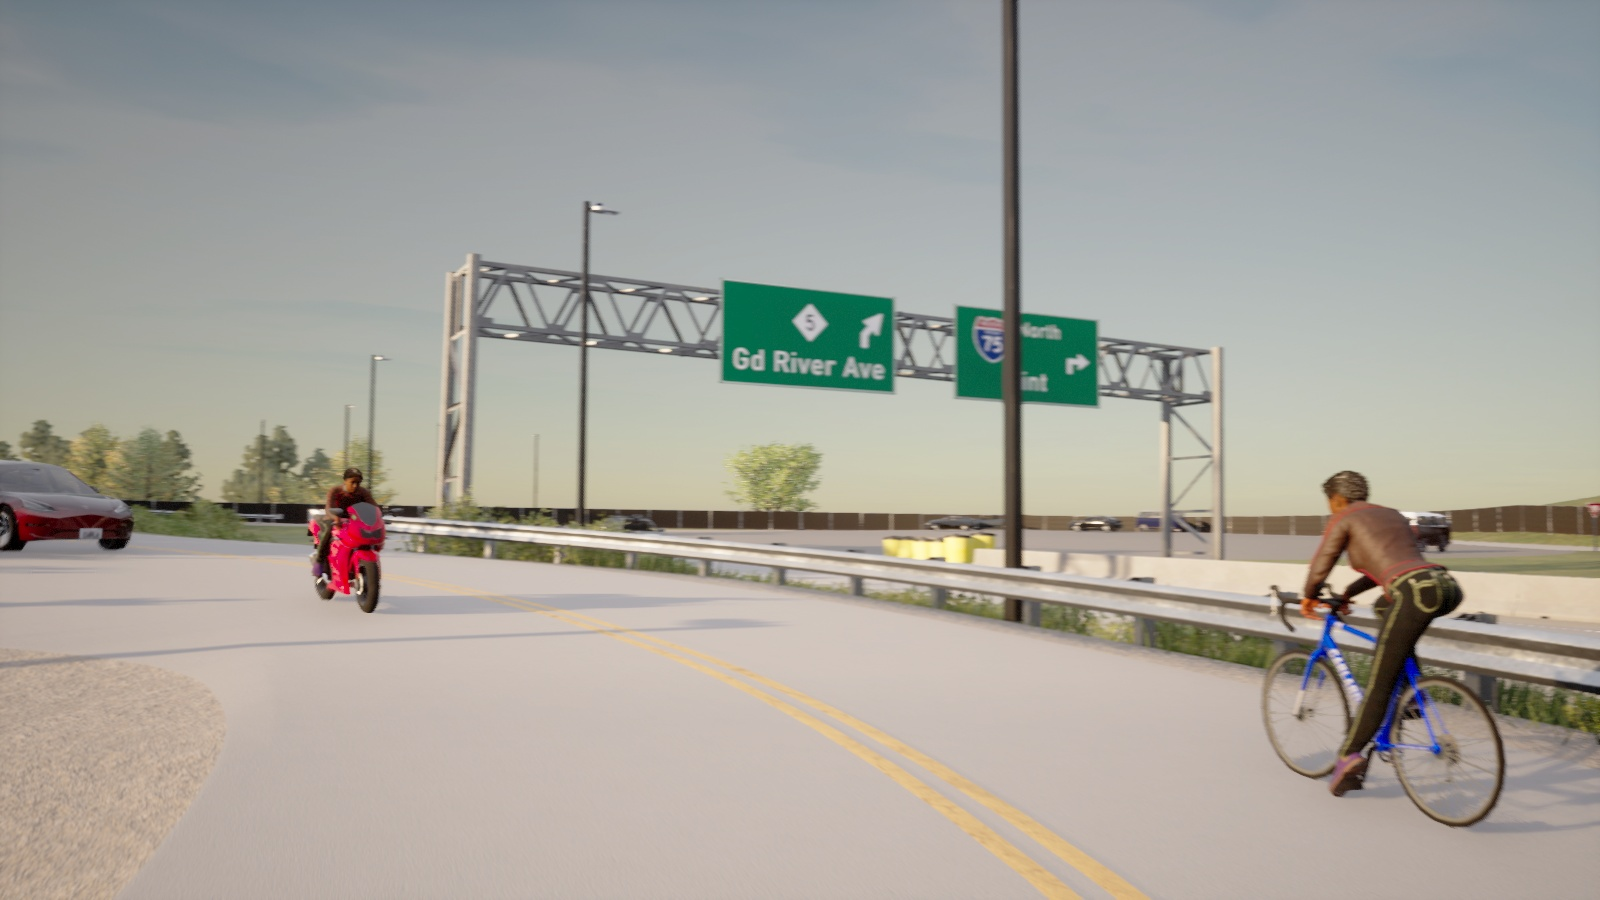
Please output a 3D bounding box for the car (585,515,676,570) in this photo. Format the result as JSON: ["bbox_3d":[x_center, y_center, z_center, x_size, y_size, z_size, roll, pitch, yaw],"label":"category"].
[{"bbox_3d":[-6.211,3.313,45.613,1.932,1.855,4.605,2,-3,-26],"label":"car"}]

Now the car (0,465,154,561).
[{"bbox_3d":[-13.636,1.024,21.665,4.792,1.488,2.163,0,-3,31],"label":"car"}]

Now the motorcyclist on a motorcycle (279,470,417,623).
[{"bbox_3d":[-4.962,0.993,13.709,0.797,1.523,2.044,2,-1,-38],"label":"motorcyclist on a motorcycle"}]

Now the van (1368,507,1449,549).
[{"bbox_3d":[30.545,3.861,63.005,4.480,2.038,2.069,2,-4,-42],"label":"van"}]

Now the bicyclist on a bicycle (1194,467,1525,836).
[{"bbox_3d":[2.756,0.909,6.402,0.582,1.620,1.656,0,-2,-16],"label":"bicyclist on a bicycle"}]
